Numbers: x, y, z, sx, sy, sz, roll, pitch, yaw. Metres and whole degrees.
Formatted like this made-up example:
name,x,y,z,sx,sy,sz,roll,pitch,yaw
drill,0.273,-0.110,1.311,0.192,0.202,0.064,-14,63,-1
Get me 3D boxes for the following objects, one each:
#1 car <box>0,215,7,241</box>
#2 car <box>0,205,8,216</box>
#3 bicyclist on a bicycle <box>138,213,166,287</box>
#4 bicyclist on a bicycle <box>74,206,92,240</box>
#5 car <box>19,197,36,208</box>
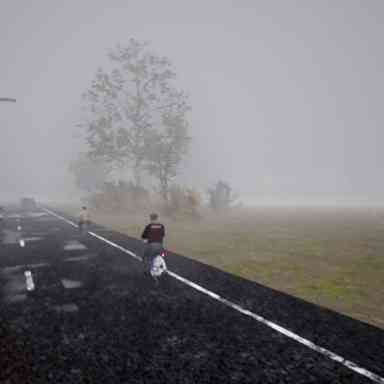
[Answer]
name,x,y,z,sx,sy,sz,roll,pitch,yaw
car,-5.460,1.522,7.430,2.128,1.511,4.902,0,0,-28
car,-14.216,1.642,23.623,2.033,1.411,5.357,0,0,-28
bicyclist on a bicycle,-1.058,1.401,8.471,0.659,1.776,1.843,0,0,-28
bicyclist on a bicycle,-5.367,1.498,16.478,0.866,1.612,1.509,0,0,-29
car,-25.065,1.677,51.056,1.882,1.535,5.008,0,0,-28
